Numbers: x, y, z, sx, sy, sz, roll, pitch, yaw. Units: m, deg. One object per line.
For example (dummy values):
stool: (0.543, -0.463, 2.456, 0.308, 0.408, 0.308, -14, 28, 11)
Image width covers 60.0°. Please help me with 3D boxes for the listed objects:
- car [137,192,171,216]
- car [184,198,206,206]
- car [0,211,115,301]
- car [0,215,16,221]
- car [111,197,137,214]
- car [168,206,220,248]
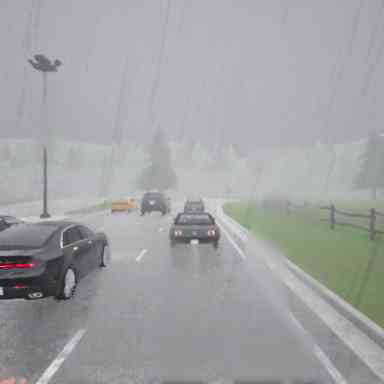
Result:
car: (-3.262, 1.039, 30.687, 2.150, 2.045, 5.566, 0, 0, 2)
car: (0.294, 1.304, 31.616, 2.128, 1.511, 4.902, 0, 0, 3)
car: (-3.401, 1.456, 8.164, 1.837, 1.490, 4.892, 0, 0, 0)
car: (-6.899, 1.480, 11.303, 2.033, 1.411, 5.357, 0, 0, 0)
car: (-6.623, 1.280, 33.201, 1.882, 1.535, 5.008, 0, 0, 3)
car: (0.100, 1.515, 14.370, 1.895, 1.301, 4.718, 0, 0, 0)
